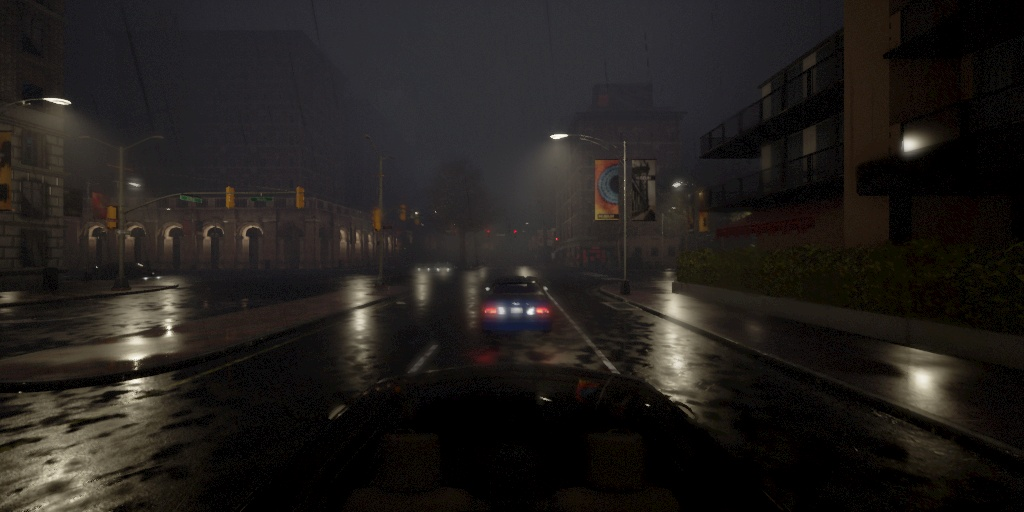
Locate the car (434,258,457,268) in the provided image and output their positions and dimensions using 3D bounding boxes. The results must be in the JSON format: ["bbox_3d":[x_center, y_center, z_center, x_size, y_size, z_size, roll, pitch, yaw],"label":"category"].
[{"bbox_3d":[-11.060,1.102,59.654,2.097,1.767,4.553,0,0,1],"label":"car"}]

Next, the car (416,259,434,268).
[{"bbox_3d":[-14.527,1.228,61.723,1.882,1.535,5.008,0,0,1],"label":"car"}]

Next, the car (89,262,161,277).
[{"bbox_3d":[-37.191,1.297,34.525,5.357,1.411,2.033,0,0,0],"label":"car"}]

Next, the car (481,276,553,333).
[{"bbox_3d":[0.145,1.297,10.705,2.033,1.411,5.357,0,0,1],"label":"car"}]
